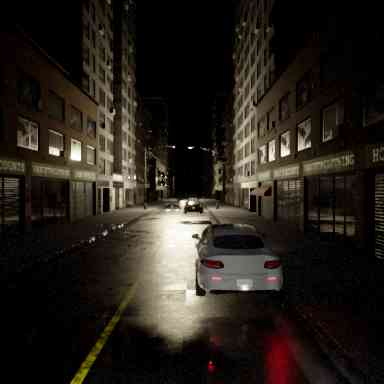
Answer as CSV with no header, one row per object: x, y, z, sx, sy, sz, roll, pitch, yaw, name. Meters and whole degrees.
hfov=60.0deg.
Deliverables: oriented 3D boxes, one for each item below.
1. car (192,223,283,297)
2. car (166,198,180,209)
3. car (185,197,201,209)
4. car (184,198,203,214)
0.988,1.527,8.491,1.812,1.442,4.674,0,0,0,car
-2.608,1.580,46.596,2.033,1.411,5.357,0,0,0,car
0.151,1.523,45.708,2.128,1.511,4.902,0,0,0,car
0.171,1.582,35.738,1.994,1.385,4.181,0,0,1,car
